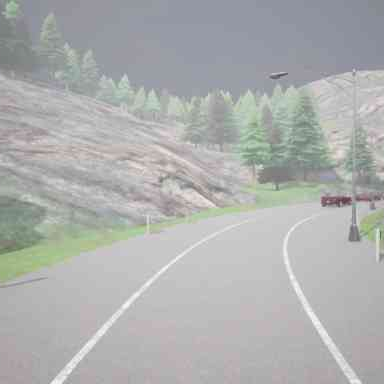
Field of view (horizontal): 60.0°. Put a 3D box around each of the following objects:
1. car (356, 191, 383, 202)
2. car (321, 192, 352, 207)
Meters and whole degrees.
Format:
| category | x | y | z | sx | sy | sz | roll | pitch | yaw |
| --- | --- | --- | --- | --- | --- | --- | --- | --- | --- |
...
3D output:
| category | x | y | z | sx | sy | sz | roll | pitch | yaw |
| --- | --- | --- | --- | --- | --- | --- | --- | --- | --- |
| car | 23.173 | 0.503 | 43.309 | 4.181 | 1.385 | 1.994 | -3 | 2 | -36 |
| car | 15.915 | 0.784 | 36.542 | 1.882 | 1.535 | 5.008 | 0 | 2 | 44 |
